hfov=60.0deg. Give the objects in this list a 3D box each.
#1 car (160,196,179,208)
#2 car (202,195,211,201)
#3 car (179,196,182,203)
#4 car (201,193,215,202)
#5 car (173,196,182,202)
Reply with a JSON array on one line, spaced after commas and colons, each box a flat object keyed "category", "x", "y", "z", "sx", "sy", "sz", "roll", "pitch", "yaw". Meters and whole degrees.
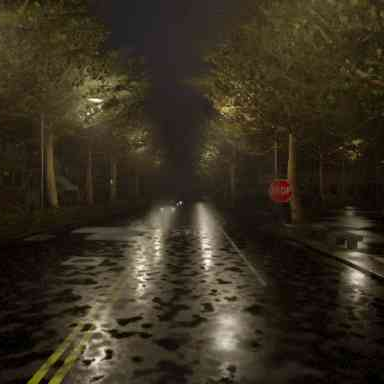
[{"category": "car", "x": -3.528, "y": 1.353, "z": 49.139, "sx": 2.097, "sy": 1.767, "sz": 4.553, "roll": 0, "pitch": 0, "yaw": 0}, {"category": "car", "x": 3.748, "y": 1.481, "z": 87.458, "sx": 2.231, "sy": 1.521, "sz": 4.892, "roll": 0, "pitch": 0, "yaw": 0}, {"category": "car", "x": -3.424, "y": 1.547, "z": 68.029, "sx": 2.033, "sy": 1.411, "sz": 5.357, "roll": 0, "pitch": 0, "yaw": 0}, {"category": "car", "x": 3.148, "y": 1.228, "z": 73.093, "sx": 2.435, "sy": 2.045, "sz": 5.566, "roll": 0, "pitch": 0, "yaw": 0}, {"category": "car", "x": -3.399, "y": 1.595, "z": 78.143, "sx": 1.895, "sy": 1.301, "sz": 4.718, "roll": 0, "pitch": 0, "yaw": 0}]
